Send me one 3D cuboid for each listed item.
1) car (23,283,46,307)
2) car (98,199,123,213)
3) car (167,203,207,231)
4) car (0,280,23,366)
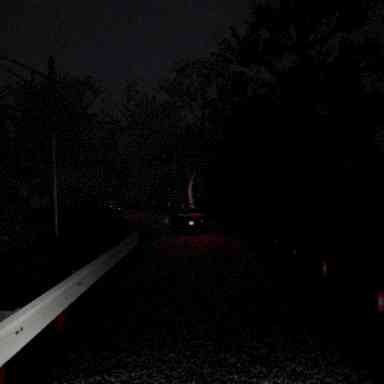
[{"bbox_3d":[-6.966,3.368,10.125,4.792,1.488,2.163,-1,5,-20],"label":"car"},{"bbox_3d":[-8.733,1.369,32.289,4.674,1.442,1.812,0,4,33],"label":"car"},{"bbox_3d":[-0.378,1.405,19.798,2.128,1.511,4.902,-1,0,-8],"label":"car"},{"bbox_3d":[-6.956,3.332,7.089,5.566,2.045,2.435,-1,5,-20],"label":"car"}]
